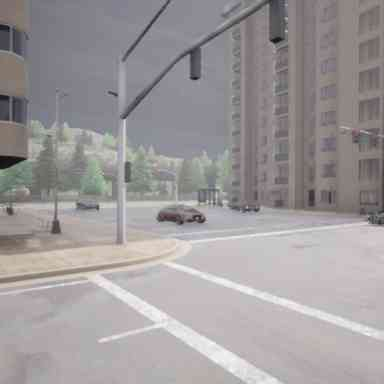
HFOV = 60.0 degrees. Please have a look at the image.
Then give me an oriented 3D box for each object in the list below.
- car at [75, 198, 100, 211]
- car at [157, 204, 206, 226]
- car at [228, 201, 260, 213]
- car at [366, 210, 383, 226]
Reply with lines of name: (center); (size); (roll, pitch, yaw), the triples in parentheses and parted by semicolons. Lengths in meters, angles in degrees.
car: (-12.879, 1.554, 40.894); (1.837, 1.490, 4.892); (0, 0, -36)
car: (-0.824, 1.610, 24.242); (1.994, 1.385, 4.181); (0, 0, -36)
car: (5.812, 1.702, 38.092); (1.895, 1.301, 4.718); (1, 0, -17)
car: (14.746, 1.627, 22.909); (4.902, 1.511, 2.128); (0, 1, 13)
